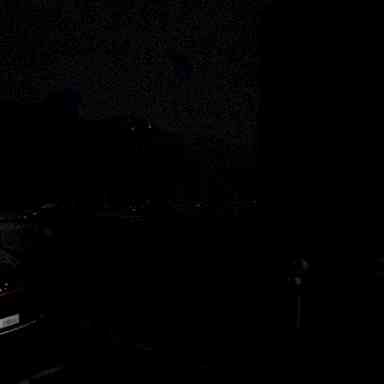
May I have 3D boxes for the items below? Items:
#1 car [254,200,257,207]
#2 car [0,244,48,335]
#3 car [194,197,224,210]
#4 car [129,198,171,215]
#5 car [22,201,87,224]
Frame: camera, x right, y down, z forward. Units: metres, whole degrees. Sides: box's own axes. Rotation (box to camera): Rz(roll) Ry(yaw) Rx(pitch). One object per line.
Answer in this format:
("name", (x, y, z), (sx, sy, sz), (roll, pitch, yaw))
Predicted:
("car", (10.336, 1.465, 47.001), (1.812, 1.442, 4.674), (1, 1, 36))
("car", (-4.290, 1.546, 5.851), (4.403, 1.369, 2.008), (0, 1, 36))
("car", (2.135, 1.334, 40.478), (2.128, 1.511, 4.902), (1, 1, 36))
("car", (-3.922, 1.360, 32.010), (1.812, 1.442, 4.674), (1, 1, 36))
("car", (-9.721, 1.397, 23.892), (1.812, 1.442, 4.674), (1, 1, 34))
